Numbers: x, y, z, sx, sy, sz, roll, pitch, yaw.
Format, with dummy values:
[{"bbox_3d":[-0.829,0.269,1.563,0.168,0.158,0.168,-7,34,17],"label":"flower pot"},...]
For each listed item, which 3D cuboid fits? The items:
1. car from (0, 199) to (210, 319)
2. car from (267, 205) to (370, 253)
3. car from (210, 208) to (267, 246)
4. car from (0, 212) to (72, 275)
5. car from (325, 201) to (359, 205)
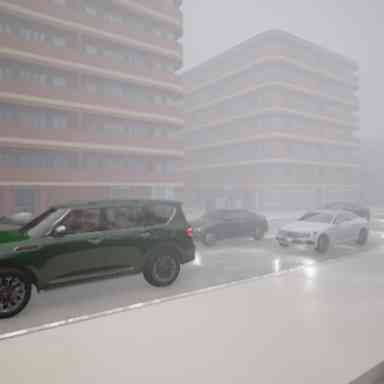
[{"bbox_3d":[-2.500,1.208,7.733,5.566,2.045,2.150,0,0,-36],"label":"car"},{"bbox_3d":[5.429,1.447,13.522,4.674,1.442,1.812,0,0,-36],"label":"car"},{"bbox_3d":[1.490,1.463,14.986,4.674,1.442,1.812,0,0,-36],"label":"car"},{"bbox_3d":[-6.227,1.477,9.377,5.008,1.535,1.882,0,0,-36],"label":"car"},{"bbox_3d":[9.030,1.354,20.497,5.008,1.535,1.882,0,0,-36],"label":"car"}]
